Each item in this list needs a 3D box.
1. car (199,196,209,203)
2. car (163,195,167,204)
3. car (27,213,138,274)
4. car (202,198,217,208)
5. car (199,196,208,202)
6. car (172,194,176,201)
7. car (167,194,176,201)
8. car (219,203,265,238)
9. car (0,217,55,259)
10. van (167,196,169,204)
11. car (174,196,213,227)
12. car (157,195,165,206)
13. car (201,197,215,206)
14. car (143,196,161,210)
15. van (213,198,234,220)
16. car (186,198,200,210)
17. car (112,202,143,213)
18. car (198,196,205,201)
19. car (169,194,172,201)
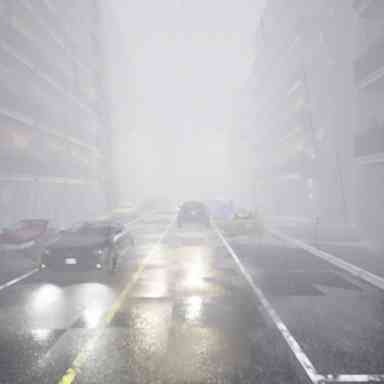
[{"bbox_3d":[2.667,1.687,72.839,2.008,1.369,4.403,-1,0,0],"label":"car"},{"bbox_3d":[-5.711,1.646,56.281,1.887,1.381,4.507,0,0,0],"label":"car"},{"bbox_3d":[-3.079,1.580,10.479,1.994,1.385,4.181,0,0,0],"label":"car"},{"bbox_3d":[2.672,1.641,50.745,2.008,1.369,4.403,-1,0,0],"label":"car"},{"bbox_3d":[2.665,1.674,78.533,1.752,1.417,4.829,-1,0,0],"label":"car"},{"bbox_3d":[-5.716,1.726,83.898,1.947,1.339,4.313,-1,0,0],"label":"car"},{"bbox_3d":[-5.721,1.501,94.944,2.192,1.841,5.009,-1,0,0],"label":"car"},{"bbox_3d":[2.679,1.554,17.775,1.752,1.417,4.829,0,0,0],"label":"car"},{"bbox_3d":[-5.700,1.601,12.093,1.802,1.307,4.206,0,0,0],"label":"car"},{"bbox_3d":[-5.714,1.453,61.804,1.690,1.788,3.998,0,0,0],"label":"van"},{"bbox_3d":[0.095,1.390,23.359,2.097,1.767,4.553,0,0,0],"label":"car"},{"bbox_3d":[-5.709,1.635,50.757,1.887,1.381,4.507,0,0,0],"label":"car"},{"bbox_3d":[2.670,1.652,56.269,2.008,1.369,4.403,-1,0,0],"label":"car"},{"bbox_3d":[-5.708,1.645,45.233,1.947,1.339,4.313,0,0,0],"label":"car"},{"bbox_3d":[2.675,1.389,28.653,1.690,1.788,3.998,-1,0,0],"label":"van"},{"bbox_3d":[0.090,1.607,46.161,1.812,1.442,4.674,0,0,0],"label":"car"},{"bbox_3d":[-5.705,1.573,28.493,1.752,1.417,4.829,0,0,0],"label":"car"},{"bbox_3d":[2.662,1.731,94.932,1.887,1.381,4.507,-1,0,0],"label":"car"},{"bbox_3d":[-5.714,1.564,67.328,1.967,1.590,4.097,-1,0,0],"label":"car"}]
